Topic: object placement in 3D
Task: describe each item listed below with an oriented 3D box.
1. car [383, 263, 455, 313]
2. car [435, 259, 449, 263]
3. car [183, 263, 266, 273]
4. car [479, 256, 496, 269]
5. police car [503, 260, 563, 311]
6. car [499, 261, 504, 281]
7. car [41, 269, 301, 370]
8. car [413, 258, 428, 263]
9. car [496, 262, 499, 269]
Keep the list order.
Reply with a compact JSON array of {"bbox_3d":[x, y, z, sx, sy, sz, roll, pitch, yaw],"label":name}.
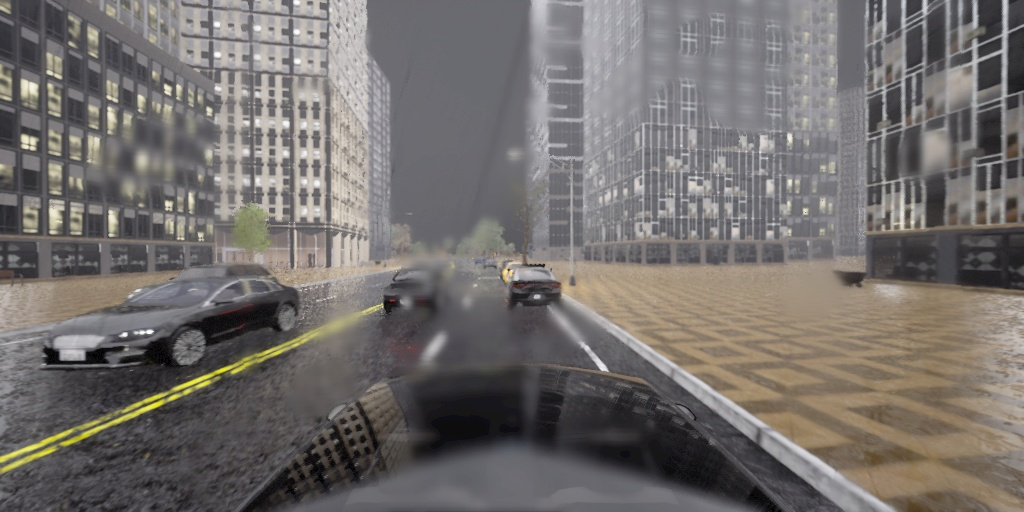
[{"bbox_3d":[-3.388,1.198,13.631,1.837,1.490,4.892,0,0,-2],"label":"car"},{"bbox_3d":[-10.042,1.079,51.692,1.994,1.385,4.181,0,0,-7],"label":"car"},{"bbox_3d":[-10.046,1.068,12.131,2.097,1.767,4.553,0,0,-2],"label":"car"},{"bbox_3d":[-3.091,1.053,50.094,2.033,1.411,5.357,0,0,-8],"label":"car"},{"bbox_3d":[0.764,1.106,14.305,1.930,1.638,5.238,0,0,-2],"label":"police car"},{"bbox_3d":[0.273,1.083,24.533,1.801,1.575,5.366,0,0,-4],"label":"car"},{"bbox_3d":[-6.691,1.223,7.873,2.128,1.511,4.902,0,0,-1],"label":"car"},{"bbox_3d":[-13.406,1.067,52.441,2.033,1.411,5.357,0,0,-7],"label":"car"},{"bbox_3d":[-0.137,1.103,30.423,1.837,1.490,4.892,0,0,-4],"label":"car"}]
